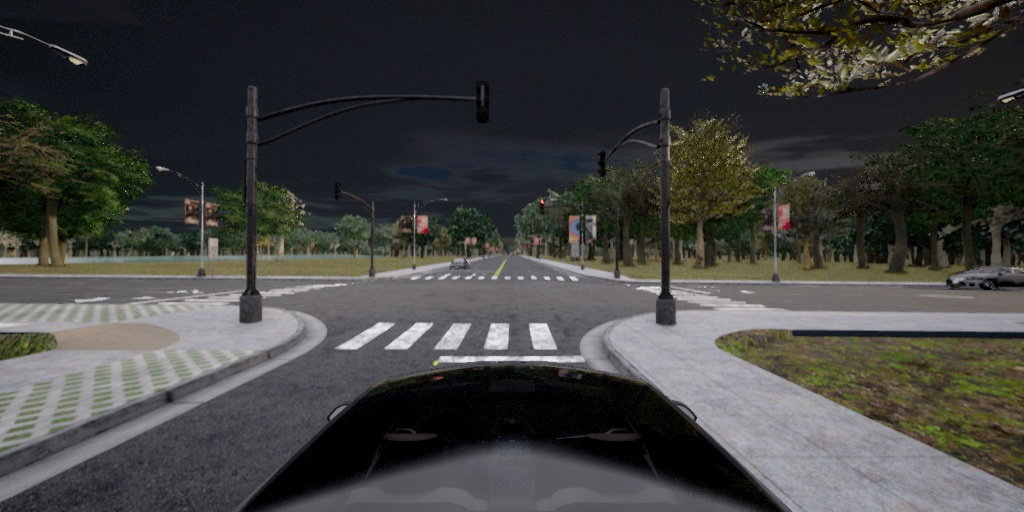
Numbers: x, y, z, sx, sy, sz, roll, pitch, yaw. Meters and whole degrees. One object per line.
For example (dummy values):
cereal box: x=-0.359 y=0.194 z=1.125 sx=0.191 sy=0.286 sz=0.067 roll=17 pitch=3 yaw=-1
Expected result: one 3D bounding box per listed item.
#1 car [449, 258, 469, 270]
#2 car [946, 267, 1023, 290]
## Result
car: x=-6.348 y=0.942 z=43.462 sx=1.812 sy=1.442 sz=4.674 roll=0 pitch=2 yaw=0
car: x=31.804 y=1.473 z=23.683 sx=4.902 sy=1.511 sz=2.128 roll=1 pitch=-1 yaw=0
